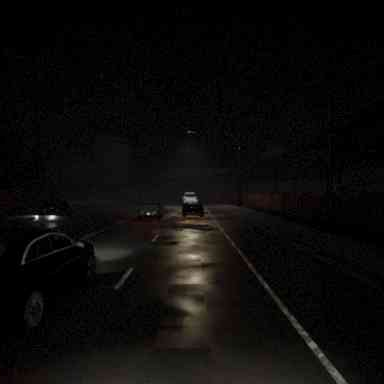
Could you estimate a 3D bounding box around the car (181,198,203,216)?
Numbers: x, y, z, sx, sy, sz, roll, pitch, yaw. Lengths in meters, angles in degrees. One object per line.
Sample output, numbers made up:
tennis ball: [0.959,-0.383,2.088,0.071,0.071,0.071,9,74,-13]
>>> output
car: [0.111,1.544,32.240,1.895,1.301,4.718,0,0,0]

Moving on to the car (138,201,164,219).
car: [-3.389,1.476,28.157,1.812,1.442,4.674,0,0,0]

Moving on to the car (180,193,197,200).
car: [-0.450,1.151,49.161,2.150,2.045,5.566,0,0,-5]

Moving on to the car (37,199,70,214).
car: [-13.988,1.495,33.926,1.837,1.490,4.892,0,0,0]

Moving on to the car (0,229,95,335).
car: [-3.397,1.480,6.657,2.128,1.511,4.902,0,0,0]
